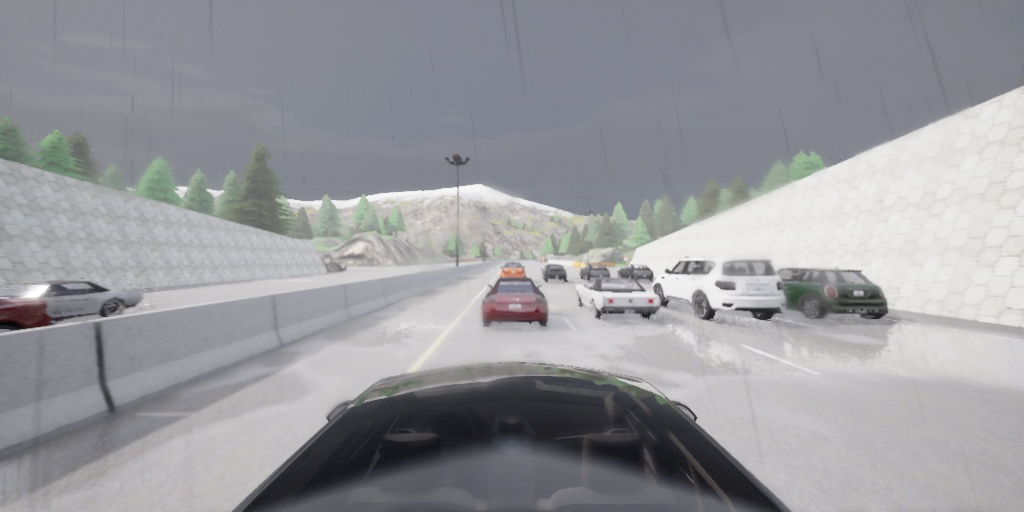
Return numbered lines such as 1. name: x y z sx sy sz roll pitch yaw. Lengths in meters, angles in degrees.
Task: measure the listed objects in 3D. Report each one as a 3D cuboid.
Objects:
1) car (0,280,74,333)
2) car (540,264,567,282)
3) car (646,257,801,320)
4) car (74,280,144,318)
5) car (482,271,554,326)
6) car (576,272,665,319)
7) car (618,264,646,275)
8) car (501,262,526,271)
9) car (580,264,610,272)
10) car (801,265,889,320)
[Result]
1. car: -10.596 1.250 5.353 1.882 1.535 5.008 0 0 0
2. car: 3.591 1.439 31.081 1.837 1.490 4.892 0 0 0
3. car: 7.097 1.043 13.023 2.150 2.045 5.566 0 0 0
4. car: -14.089 1.405 10.530 1.895 1.301 4.718 0 0 0
5. car: 0.096 1.378 11.940 1.994 1.385 4.181 0 0 0
6. car: 3.597 1.423 13.163 1.895 1.301 4.718 0 0 0
7. car: 10.590 1.426 31.017 2.128 1.511 4.902 0 0 0
8. car: 0.089 1.284 30.762 2.097 1.767 4.553 0 0 0
9. car: 7.090 1.425 31.019 2.128 1.511 4.902 0 0 0
10. car: 10.597 1.174 13.086 2.097 1.767 4.553 0 0 0
